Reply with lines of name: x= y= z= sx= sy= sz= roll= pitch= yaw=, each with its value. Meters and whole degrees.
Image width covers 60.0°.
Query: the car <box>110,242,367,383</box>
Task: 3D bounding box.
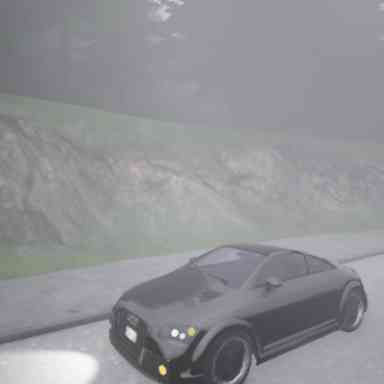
car: x=0.883 y=1.542 z=5.218 sx=4.181 sy=1.385 sz=1.994 roll=0 pitch=0 yaw=-35
